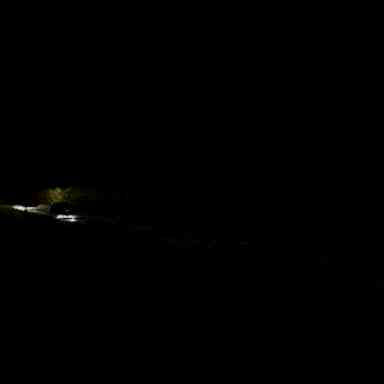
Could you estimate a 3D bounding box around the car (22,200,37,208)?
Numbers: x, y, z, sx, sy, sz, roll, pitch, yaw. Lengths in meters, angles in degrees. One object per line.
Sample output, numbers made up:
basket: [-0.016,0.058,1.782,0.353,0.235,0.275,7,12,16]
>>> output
car: [-28.293,2.084,57.898,2.033,1.411,5.357,0,0,-35]

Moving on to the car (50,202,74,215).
car: [-15.276,1.876,39.005,2.128,1.511,4.902,0,0,-35]
